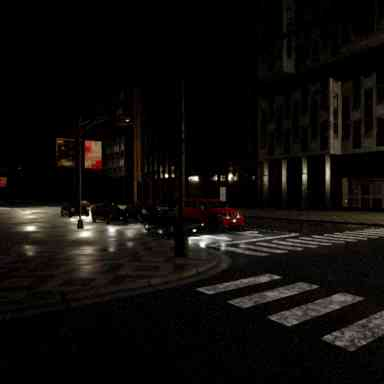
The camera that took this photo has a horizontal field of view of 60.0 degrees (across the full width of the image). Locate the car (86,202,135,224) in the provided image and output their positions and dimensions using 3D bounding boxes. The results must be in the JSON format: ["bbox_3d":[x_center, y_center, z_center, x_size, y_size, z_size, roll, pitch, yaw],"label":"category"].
[{"bbox_3d":[-7.101,1.855,28.616,1.882,1.535,5.008,0,-1,-36],"label":"car"}]

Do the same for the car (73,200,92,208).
[{"bbox_3d":[-21.964,2.406,66.459,2.033,1.411,5.357,0,-1,-36],"label":"car"}]

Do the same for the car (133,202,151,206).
[{"bbox_3d":[-4.582,1.717,30.686,2.097,1.767,4.553,0,-1,-36],"label":"car"}]

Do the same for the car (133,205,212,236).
[{"bbox_3d":[-1.411,1.793,20.665,2.033,1.411,5.357,0,-1,-36],"label":"car"}]

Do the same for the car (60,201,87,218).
[{"bbox_3d":[-13.012,1.867,36.887,2.097,1.767,4.553,0,-1,-35],"label":"car"}]

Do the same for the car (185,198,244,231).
[{"bbox_3d":[1.074,1.455,22.822,2.150,2.045,5.566,0,-1,-34],"label":"car"}]

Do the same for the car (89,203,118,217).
[{"bbox_3d":[-10.365,2.024,38.771,1.812,1.442,4.674,0,-1,-35],"label":"car"}]
